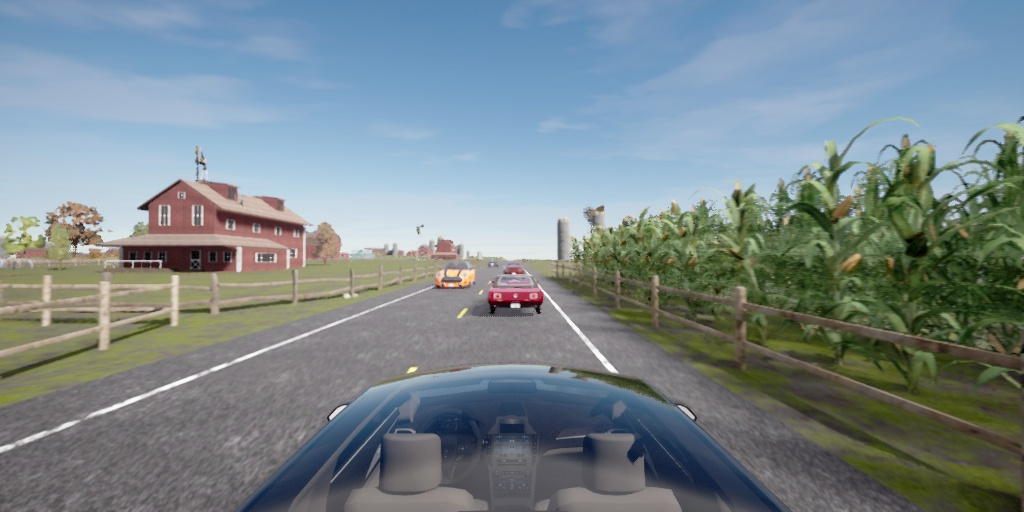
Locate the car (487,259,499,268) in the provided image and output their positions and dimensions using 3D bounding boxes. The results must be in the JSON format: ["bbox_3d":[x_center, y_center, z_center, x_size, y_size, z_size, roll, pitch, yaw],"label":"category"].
[{"bbox_3d":[-3.396,1.343,64.749,2.128,1.511,4.902,0,0,1],"label":"car"}]

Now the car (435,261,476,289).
[{"bbox_3d":[-3.558,1.119,23.266,2.097,1.767,4.553,0,0,0],"label":"car"}]

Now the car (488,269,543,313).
[{"bbox_3d":[0.122,1.360,14.117,1.895,1.301,4.718,0,0,0],"label":"car"}]

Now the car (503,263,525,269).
[{"bbox_3d":[0.161,1.306,32.080,1.812,1.442,4.674,0,0,0],"label":"car"}]
